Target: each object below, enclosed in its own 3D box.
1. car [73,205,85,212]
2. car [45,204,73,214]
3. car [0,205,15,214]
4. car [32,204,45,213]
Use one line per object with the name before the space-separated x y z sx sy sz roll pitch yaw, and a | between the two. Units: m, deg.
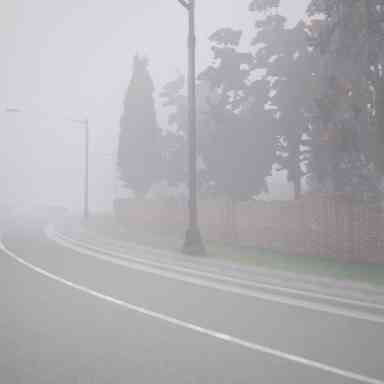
car | -23.666 3.365 69.531 1.812 1.442 4.674 -1 -3 8
car | -20.760 2.678 51.988 1.994 1.385 4.181 -1 -2 -2
car | -31.441 2.866 54.975 2.033 1.411 5.357 0 -2 -1
car | -24.583 2.730 54.945 2.128 1.511 4.902 0 -2 -1
